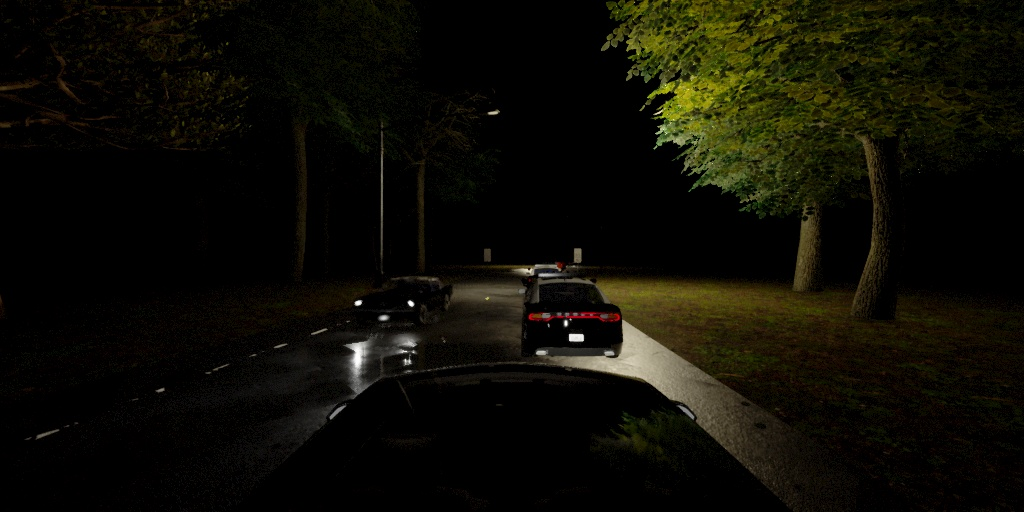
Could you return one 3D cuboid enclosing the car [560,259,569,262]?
[{"bbox_3d":[7.557,1.312,58.240,2.097,1.767,4.553,0,0,16],"label":"car"}]

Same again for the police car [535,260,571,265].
[{"bbox_3d":[1.751,1.204,18.500,1.930,1.638,5.238,0,0,5],"label":"police car"}]

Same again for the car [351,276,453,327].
[{"bbox_3d":[-3.337,1.359,11.791,1.895,1.301,4.718,0,0,3],"label":"car"}]

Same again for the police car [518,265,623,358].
[{"bbox_3d":[1.179,1.180,8.641,1.930,1.638,5.238,0,0,2],"label":"police car"}]
